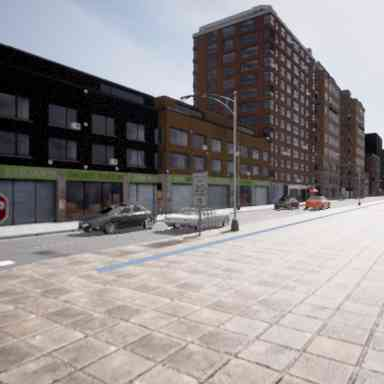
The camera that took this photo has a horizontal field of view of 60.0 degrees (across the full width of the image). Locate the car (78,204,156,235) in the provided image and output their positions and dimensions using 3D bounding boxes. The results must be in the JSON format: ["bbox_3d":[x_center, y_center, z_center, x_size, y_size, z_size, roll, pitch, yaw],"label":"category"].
[{"bbox_3d":[-4.074,1.470,18.814,1.837,1.490,4.892,0,0,36],"label":"car"}]

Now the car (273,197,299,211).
[{"bbox_3d":[11.607,1.426,40.676,1.837,1.490,4.892,0,0,36],"label":"car"}]

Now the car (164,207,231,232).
[{"bbox_3d":[0.523,1.566,20.235,1.895,1.301,4.718,0,0,36],"label":"car"}]

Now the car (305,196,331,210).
[{"bbox_3d":[15.865,1.273,41.691,2.097,1.767,4.553,0,0,36],"label":"car"}]
